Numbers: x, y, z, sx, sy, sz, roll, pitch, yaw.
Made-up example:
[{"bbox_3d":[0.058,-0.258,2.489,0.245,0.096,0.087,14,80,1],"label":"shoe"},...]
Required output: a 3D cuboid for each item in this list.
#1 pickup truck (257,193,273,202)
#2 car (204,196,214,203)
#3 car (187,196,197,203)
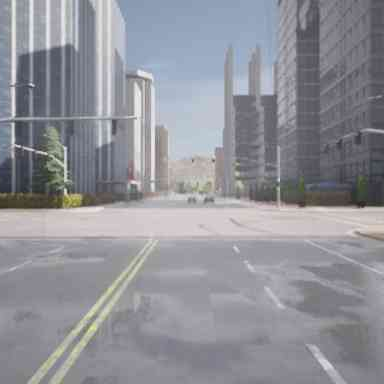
[{"bbox_3d":[16.605,1.129,74.466,2.390,2.098,6.274,0,0,30],"label":"pickup truck"},{"bbox_3d":[3.485,1.520,68.454,1.882,1.535,5.008,0,0,0],"label":"car"},{"bbox_3d":[-0.015,1.594,68.453,2.033,1.411,5.357,0,0,0],"label":"car"}]
